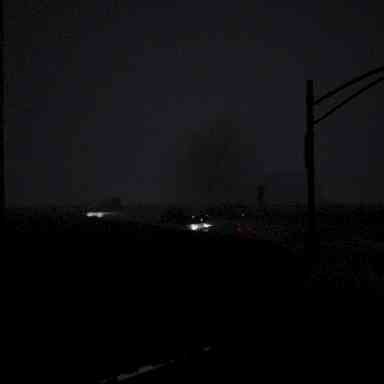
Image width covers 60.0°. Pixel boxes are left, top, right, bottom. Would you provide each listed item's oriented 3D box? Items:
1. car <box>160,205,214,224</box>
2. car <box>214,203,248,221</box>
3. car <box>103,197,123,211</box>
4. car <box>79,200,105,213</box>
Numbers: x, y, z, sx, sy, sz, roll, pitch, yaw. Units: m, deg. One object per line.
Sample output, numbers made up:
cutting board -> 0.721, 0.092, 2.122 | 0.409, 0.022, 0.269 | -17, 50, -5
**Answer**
car -> -0.782, 1.879, 28.852 | 2.033, 1.411, 5.357 | -1, 0, -36
car -> 2.897, 1.736, 30.070 | 2.128, 1.511, 4.902 | -1, 0, -36
car -> -12.593, 1.834, 51.505 | 2.150, 2.045, 5.566 | -1, 0, -35
car -> -14.861, 2.266, 48.504 | 1.895, 1.301, 4.718 | -1, 0, -35
